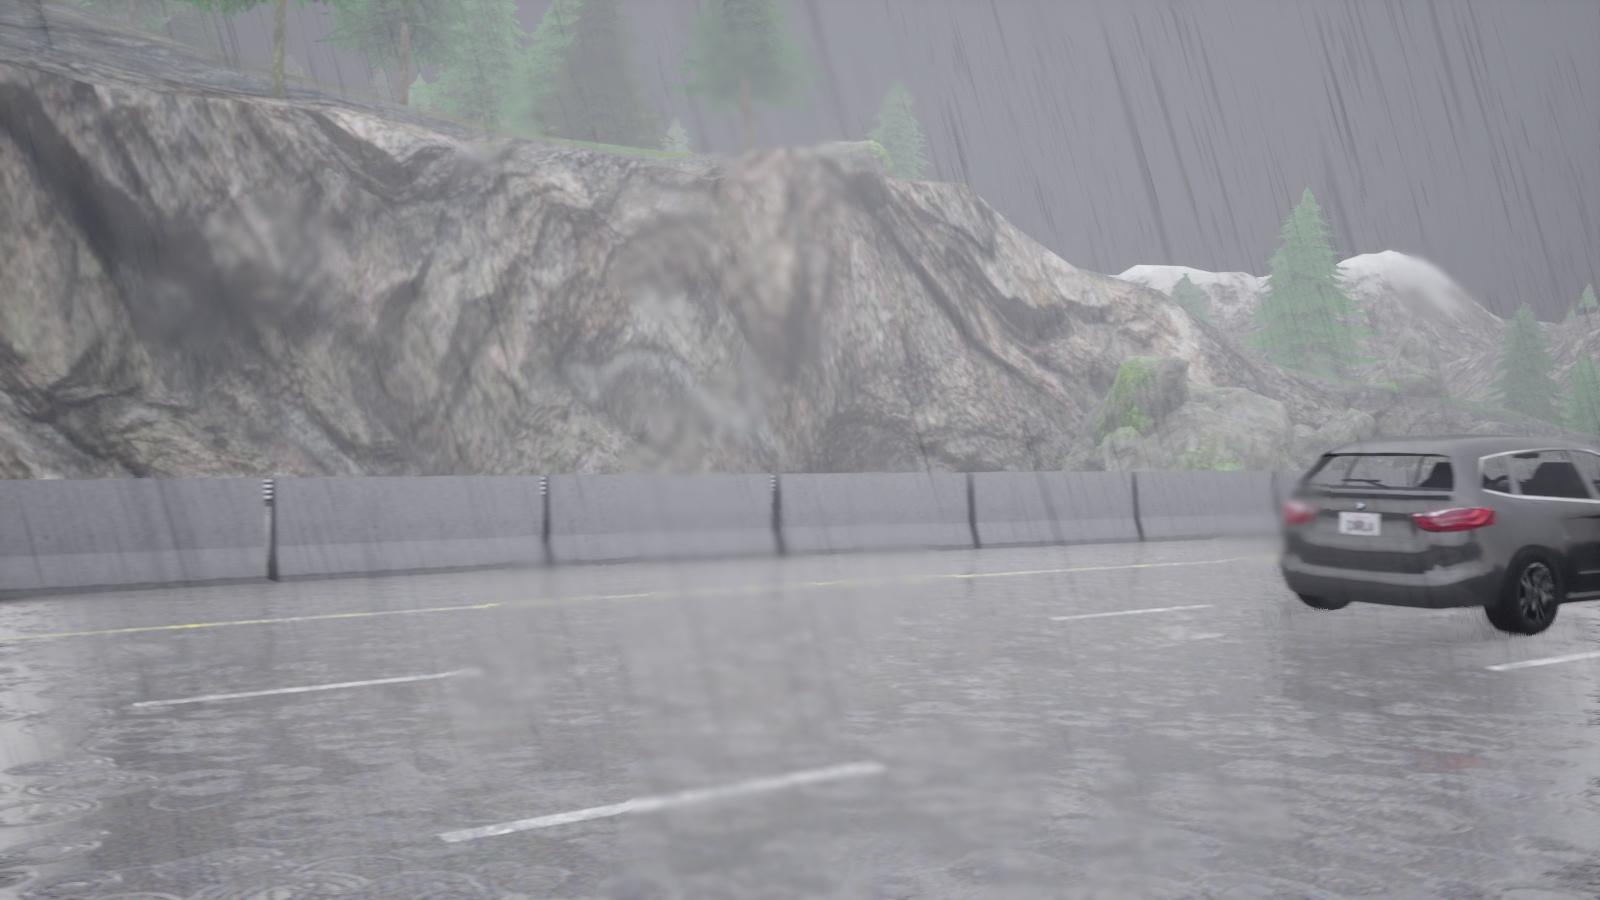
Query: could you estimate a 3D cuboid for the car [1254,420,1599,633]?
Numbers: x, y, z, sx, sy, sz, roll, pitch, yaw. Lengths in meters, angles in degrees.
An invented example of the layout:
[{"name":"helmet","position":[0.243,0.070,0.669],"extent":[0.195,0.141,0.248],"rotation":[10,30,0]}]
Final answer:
[{"name":"car","position":[6.812,0.601,11.904],"extent":[4.611,1.667,2.242],"rotation":[0,0,-29]}]
